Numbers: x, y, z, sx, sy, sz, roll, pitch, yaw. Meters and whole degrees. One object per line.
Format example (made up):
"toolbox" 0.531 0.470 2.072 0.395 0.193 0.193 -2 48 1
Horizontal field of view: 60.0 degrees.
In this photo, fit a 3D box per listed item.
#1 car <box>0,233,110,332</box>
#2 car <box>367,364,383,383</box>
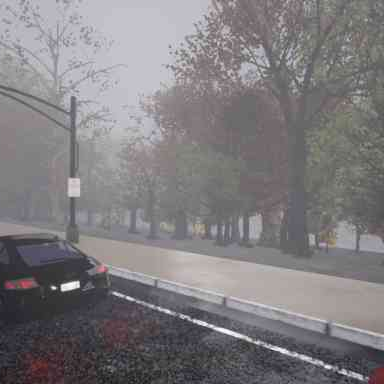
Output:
"car" -3.560 1.562 6.964 4.181 1.385 1.994 0 0 42
"car" 3.226 1.478 0.942 5.008 1.535 1.882 0 0 42
